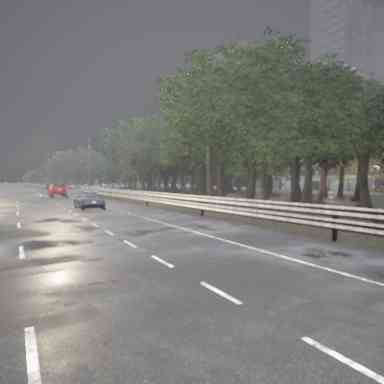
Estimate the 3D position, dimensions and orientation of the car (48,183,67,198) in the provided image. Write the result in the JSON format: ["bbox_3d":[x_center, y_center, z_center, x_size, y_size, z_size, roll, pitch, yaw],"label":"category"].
[{"bbox_3d":[-19.529,-0.253,48.199,2.150,2.045,5.566,-1,2,-28],"label":"car"}]

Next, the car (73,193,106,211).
[{"bbox_3d":[-8.569,0.723,27.640,1.994,1.385,4.181,-1,2,-28],"label":"car"}]
